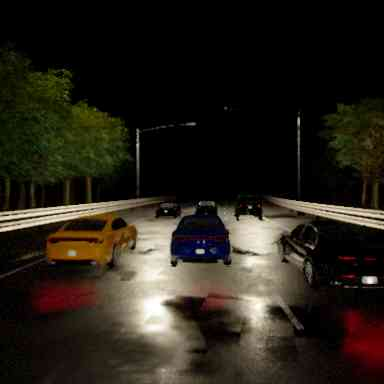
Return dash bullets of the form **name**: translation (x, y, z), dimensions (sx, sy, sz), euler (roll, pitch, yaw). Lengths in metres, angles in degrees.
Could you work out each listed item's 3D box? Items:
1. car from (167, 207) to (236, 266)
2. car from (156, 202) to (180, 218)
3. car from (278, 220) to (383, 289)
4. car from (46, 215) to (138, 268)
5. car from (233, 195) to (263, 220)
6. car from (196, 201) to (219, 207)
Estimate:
- **car**: translation (0.325, 1.519, 11.804), dimensions (1.882, 1.535, 5.008), euler (0, 0, 2)
- **car**: translation (-2.088, 1.627, 30.731), dimensions (1.994, 1.385, 4.181), euler (0, 0, 5)
- **car**: translation (3.730, 1.541, 9.235), dimensions (1.837, 1.490, 4.892), euler (0, 0, 2)
- **car**: translation (-3.187, 1.516, 11.543), dimensions (1.882, 1.535, 5.008), euler (0, 0, 2)
- **car**: translation (4.773, 1.290, 28.820), dimensions (2.150, 2.045, 5.566), euler (0, 0, 5)
- **car**: translation (1.363, 1.557, 30.006), dimensions (2.128, 1.511, 4.902), euler (0, 0, 5)
